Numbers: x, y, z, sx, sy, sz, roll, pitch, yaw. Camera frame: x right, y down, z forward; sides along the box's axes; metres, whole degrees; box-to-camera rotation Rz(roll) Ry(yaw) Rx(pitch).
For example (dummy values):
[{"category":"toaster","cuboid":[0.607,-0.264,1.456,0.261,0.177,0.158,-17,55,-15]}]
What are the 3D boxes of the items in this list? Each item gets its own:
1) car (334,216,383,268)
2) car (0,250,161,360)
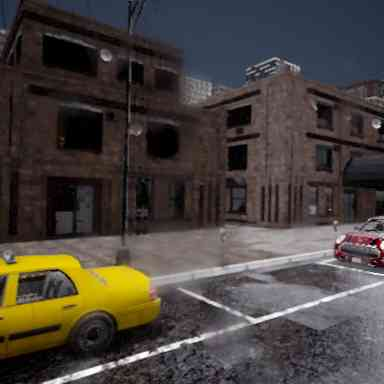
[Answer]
[{"category":"car","cuboid":[6.624,1.567,11.223,4.097,1.590,1.967,1,1,-35]},{"category":"car","cuboid":[-2.775,1.528,4.522,4.829,1.417,1.752,1,1,-35]}]
